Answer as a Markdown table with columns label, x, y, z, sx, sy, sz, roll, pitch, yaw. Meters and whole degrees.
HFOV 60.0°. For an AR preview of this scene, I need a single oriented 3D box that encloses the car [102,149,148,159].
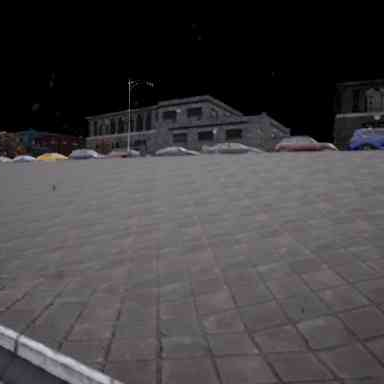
| label | x | y | z | sx | sy | sz | roll | pitch | yaw |
| --- | --- | --- | --- | --- | --- | --- | --- | --- | --- |
| car | -6.106 | -3.520 | 32.831 | 4.792 | 1.488 | 2.163 | 1 | 1 | 29 |

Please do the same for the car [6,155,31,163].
| label | x | y | z | sx | sy | sz | roll | pitch | yaw |
| --- | --- | --- | --- | --- | --- | --- | --- | --- | --- |
| car | -20.566 | -3.814 | 41.373 | 4.674 | 1.452 | 2.002 | 1 | 1 | 33 |

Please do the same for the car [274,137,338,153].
| label | x | y | z | sx | sy | sz | roll | pitch | yaw |
| --- | --- | --- | --- | --- | --- | --- | --- | --- | --- |
| car | 8.672 | -3.355 | 25.325 | 4.553 | 1.767 | 2.185 | 1 | 1 | 26 |

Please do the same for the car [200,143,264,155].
| label | x | y | z | sx | sy | sz | roll | pitch | yaw |
| --- | --- | --- | --- | --- | --- | --- | --- | --- | --- |
| car | 3.591 | -3.350 | 27.767 | 4.892 | 1.521 | 2.231 | 1 | 1 | 27 |

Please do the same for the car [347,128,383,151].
| label | x | y | z | sx | sy | sz | roll | pitch | yaw |
| --- | --- | --- | --- | --- | --- | --- | --- | --- | --- |
| car | 13.774 | -3.338 | 22.987 | 5.566 | 2.045 | 2.435 | 2 | 1 | 25 |

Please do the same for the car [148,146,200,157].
| label | x | y | z | sx | sy | sz | roll | pitch | yaw |
| --- | --- | --- | --- | --- | --- | --- | --- | --- | --- |
| car | -1.241 | -3.411 | 30.224 | 4.674 | 1.452 | 2.002 | 1 | 1 | 28 |

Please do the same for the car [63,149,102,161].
| label | x | y | z | sx | sy | sz | roll | pitch | yaw |
| --- | --- | --- | --- | --- | --- | --- | --- | --- | --- |
| car | -11.099 | -3.779 | 35.630 | 4.553 | 1.767 | 2.185 | 1 | 1 | 31 |

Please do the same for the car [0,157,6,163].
| label | x | y | z | sx | sy | sz | roll | pitch | yaw |
| --- | --- | --- | --- | --- | --- | --- | --- | --- | --- |
| car | -25.214 | -3.949 | 44.401 | 4.892 | 1.521 | 2.231 | 1 | 1 | 34 |

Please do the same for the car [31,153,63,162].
| label | x | y | z | sx | sy | sz | roll | pitch | yaw |
| --- | --- | --- | --- | --- | --- | --- | --- | --- | --- |
| car | -15.853 | -3.754 | 38.445 | 5.008 | 1.535 | 2.097 | 1 | 1 | 32 |
